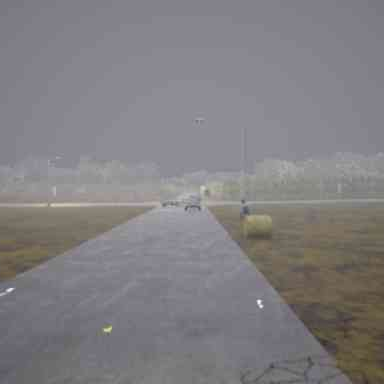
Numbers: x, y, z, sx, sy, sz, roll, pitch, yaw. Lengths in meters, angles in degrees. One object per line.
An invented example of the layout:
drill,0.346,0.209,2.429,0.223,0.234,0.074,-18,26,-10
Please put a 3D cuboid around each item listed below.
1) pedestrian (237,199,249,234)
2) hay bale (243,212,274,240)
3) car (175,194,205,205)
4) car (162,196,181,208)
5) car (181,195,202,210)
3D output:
pedestrian,2.678,1.206,16.940,0.375,1.860,0.375,-1,2,-10
hay bale,3.143,1.591,15.837,1.220,1.180,1.240,1,1,0
car,-0.304,1.168,51.624,2.128,1.511,4.902,0,1,37
car,-2.736,1.226,43.025,1.994,1.385,4.181,0,0,0
car,0.103,1.337,38.748,2.033,1.411,5.357,0,0,0
